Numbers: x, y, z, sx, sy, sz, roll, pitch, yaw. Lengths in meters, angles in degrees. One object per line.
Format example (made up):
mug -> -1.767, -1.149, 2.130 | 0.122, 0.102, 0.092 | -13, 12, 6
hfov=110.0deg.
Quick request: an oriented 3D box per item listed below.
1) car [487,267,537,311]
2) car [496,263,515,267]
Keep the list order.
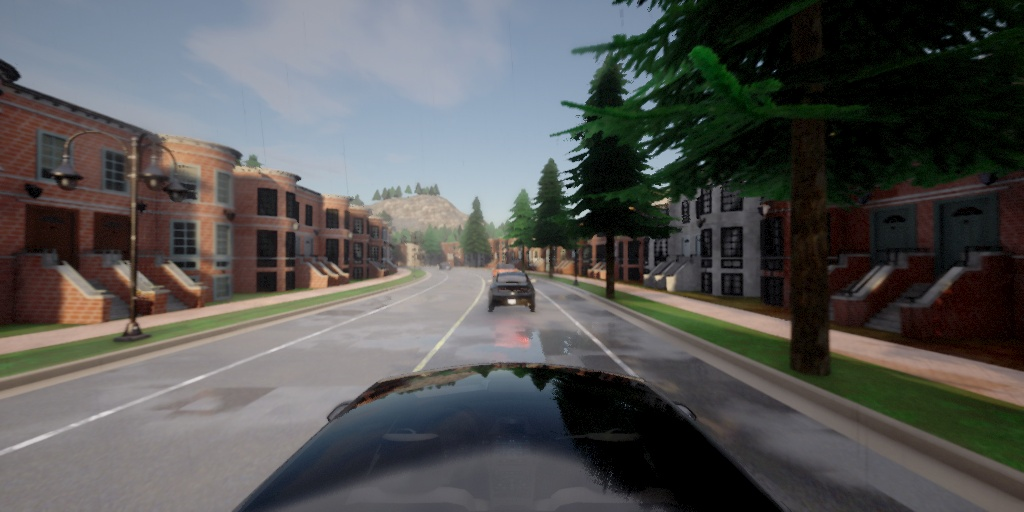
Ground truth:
car -> -0.004, 1.404, 15.311 | 1.837, 1.490, 4.892 | 0, 0, 0
car -> -0.610, 1.409, 30.349 | 2.097, 1.767, 4.553 | 0, -1, -5
